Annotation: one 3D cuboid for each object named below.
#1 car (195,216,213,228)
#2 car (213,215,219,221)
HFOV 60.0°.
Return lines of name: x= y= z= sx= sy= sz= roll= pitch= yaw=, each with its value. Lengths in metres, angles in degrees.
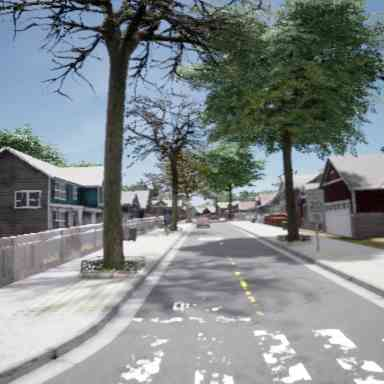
car: x=1.603 y=4.343 z=47.152 sx=1.812 sy=1.442 sz=4.674 roll=-2 pitch=-4 yaw=2
car: x=5.670 y=6.410 z=81.765 sx=1.895 sy=1.301 sz=4.718 roll=-2 pitch=-4 yaw=2
